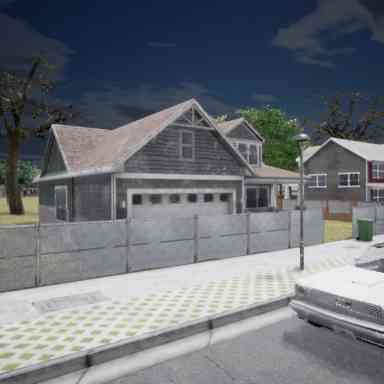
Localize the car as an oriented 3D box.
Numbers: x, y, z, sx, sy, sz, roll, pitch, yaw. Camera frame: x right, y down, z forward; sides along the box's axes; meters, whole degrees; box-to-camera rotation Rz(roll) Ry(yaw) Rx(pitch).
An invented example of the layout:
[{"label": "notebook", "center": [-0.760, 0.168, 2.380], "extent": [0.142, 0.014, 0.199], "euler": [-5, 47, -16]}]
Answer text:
[{"label": "car", "center": [3.868, 1.600, 5.827], "extent": [4.718, 1.301, 1.895], "euler": [0, 0, -35]}]
